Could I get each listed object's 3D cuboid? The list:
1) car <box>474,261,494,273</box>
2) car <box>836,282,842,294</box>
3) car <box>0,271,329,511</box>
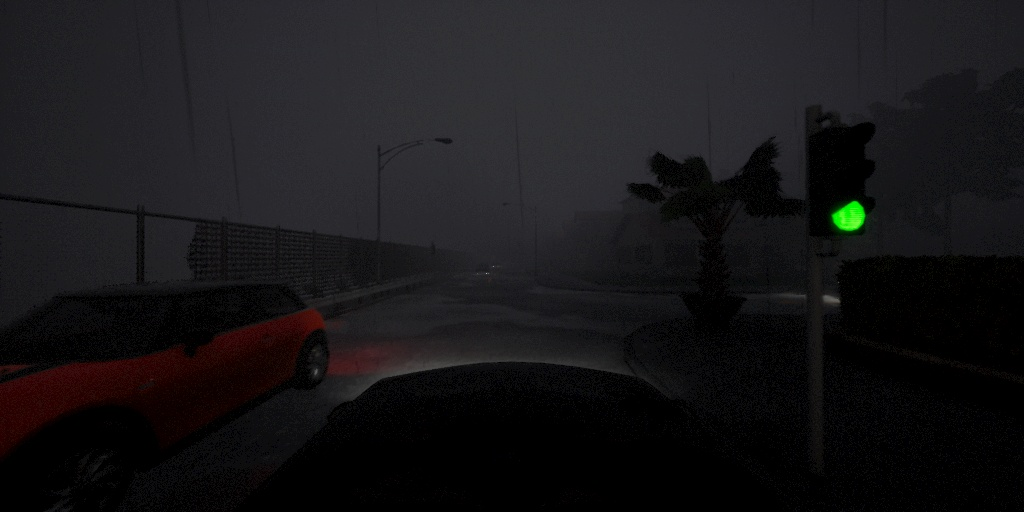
[{"bbox_3d":[-4.038,1.607,49.575,2.033,1.411,5.357,0,0,0],"label":"car"},{"bbox_3d":[19.238,1.374,18.192,4.674,1.442,1.812,0,0,-1],"label":"car"},{"bbox_3d":[-4.001,1.096,3.879,2.097,1.767,4.553,0,0,0],"label":"car"}]
